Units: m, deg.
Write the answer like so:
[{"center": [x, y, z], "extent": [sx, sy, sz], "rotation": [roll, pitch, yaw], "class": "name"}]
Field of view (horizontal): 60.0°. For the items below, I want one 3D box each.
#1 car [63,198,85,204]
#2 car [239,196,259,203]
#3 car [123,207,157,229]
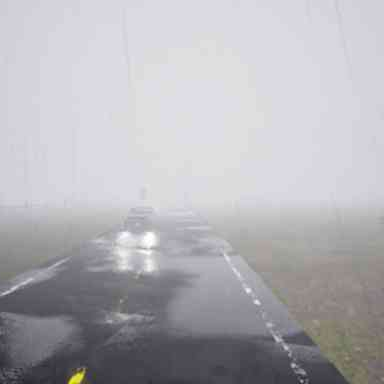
[{"center": [-26.280, 2.054, 74.313], "extent": [4.892, 1.490, 1.837], "rotation": [-1, -1, 15], "class": "car"}, {"center": [11.432, 1.485, 64.063], "extent": [4.674, 1.442, 1.812], "rotation": [-1, -1, 15], "class": "car"}, {"center": [-3.428, 1.676, 22.428], "extent": [1.895, 1.301, 4.718], "rotation": [0, 0, -3], "class": "car"}]
